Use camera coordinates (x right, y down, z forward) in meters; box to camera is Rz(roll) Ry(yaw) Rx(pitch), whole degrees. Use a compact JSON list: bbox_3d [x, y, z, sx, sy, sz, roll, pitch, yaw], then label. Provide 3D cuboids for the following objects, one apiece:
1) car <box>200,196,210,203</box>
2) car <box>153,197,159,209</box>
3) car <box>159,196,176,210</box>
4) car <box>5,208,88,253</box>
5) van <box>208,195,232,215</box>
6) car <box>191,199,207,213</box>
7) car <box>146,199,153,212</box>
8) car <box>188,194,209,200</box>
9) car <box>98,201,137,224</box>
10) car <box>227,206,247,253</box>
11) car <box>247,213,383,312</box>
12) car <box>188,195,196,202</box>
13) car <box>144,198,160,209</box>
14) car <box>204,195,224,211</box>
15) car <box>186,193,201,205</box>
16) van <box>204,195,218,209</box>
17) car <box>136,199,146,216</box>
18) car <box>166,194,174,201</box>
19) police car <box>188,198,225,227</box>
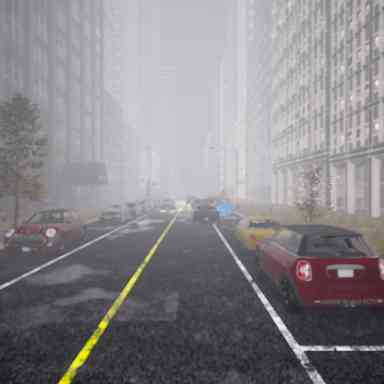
[{"bbox_3d":[2.677,1.578,70.258,2.008,1.369,4.403,-1,0,0],"label":"car"},{"bbox_3d":[-5.702,1.567,41.840,2.008,1.369,4.403,-1,0,0],"label":"car"},{"bbox_3d":[-3.095,1.565,43.816,2.033,1.411,5.357,0,0,0],"label":"car"},{"bbox_3d":[-5.700,1.445,13.422,1.967,1.590,4.097,-1,0,0],"label":"car"},{"bbox_3d":[2.678,1.353,30.473,1.690,1.788,3.998,-1,0,0],"label":"van"},{"bbox_3d":[0.821,1.541,38.832,1.812,1.442,4.674,0,0,1],"label":"car"},{"bbox_3d":[-5.701,1.559,36.156,1.887,1.381,4.507,-1,0,0],"label":"car"},{"bbox_3d":[0.896,1.364,32.789,2.097,1.767,4.553,0,0,0],"label":"car"},{"bbox_3d":[-5.700,1.560,24.788,2.008,1.369,4.403,-1,0,0],"label":"car"},{"bbox_3d":[2.681,1.531,13.592,1.752,1.417,4.829,-1,0,0],"label":"car"},{"bbox_3d":[2.681,1.443,7.739,1.967,1.590,4.097,-1,0,0],"label":"car"},{"bbox_3d":[-0.006,1.463,73.009,1.837,1.490,4.892,0,0,0],"label":"car"},{"bbox_3d":[-5.702,1.601,47.523,1.802,1.307,4.206,-1,0,0],"label":"car"},{"bbox_3d":[2.676,1.332,41.840,2.192,1.841,5.009,-1,0,0],"label":"car"},{"bbox_3d":[-0.006,1.375,57.980,2.097,1.767,4.553,0,0,0],"label":"car"},{"bbox_3d":[2.676,1.360,47.524,1.690,1.788,3.998,-1,0,0],"label":"van"},{"bbox_3d":[-5.701,1.578,30.472,1.947,1.339,4.313,-1,0,0],"label":"car"},{"bbox_3d":[-5.706,1.473,87.308,1.967,1.590,4.097,-1,0,0],"label":"car"},{"bbox_3d":[0.897,1.434,22.928,1.930,1.638,5.238,0,0,0],"label":"police car"}]
